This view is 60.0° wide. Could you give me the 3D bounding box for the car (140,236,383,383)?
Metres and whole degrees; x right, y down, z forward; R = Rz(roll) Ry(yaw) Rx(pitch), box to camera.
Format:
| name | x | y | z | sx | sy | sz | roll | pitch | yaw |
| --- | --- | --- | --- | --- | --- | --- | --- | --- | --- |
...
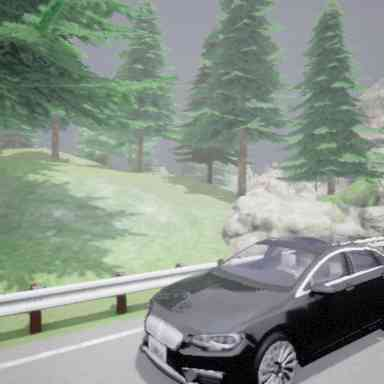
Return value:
| name | x | y | z | sx | sy | sz | roll | pitch | yaw |
| --- | --- | --- | --- | --- | --- | --- | --- | --- | --- |
| car | 1.611 | 1.493 | 5.134 | 4.902 | 1.511 | 2.128 | 0 | 0 | -35 |
